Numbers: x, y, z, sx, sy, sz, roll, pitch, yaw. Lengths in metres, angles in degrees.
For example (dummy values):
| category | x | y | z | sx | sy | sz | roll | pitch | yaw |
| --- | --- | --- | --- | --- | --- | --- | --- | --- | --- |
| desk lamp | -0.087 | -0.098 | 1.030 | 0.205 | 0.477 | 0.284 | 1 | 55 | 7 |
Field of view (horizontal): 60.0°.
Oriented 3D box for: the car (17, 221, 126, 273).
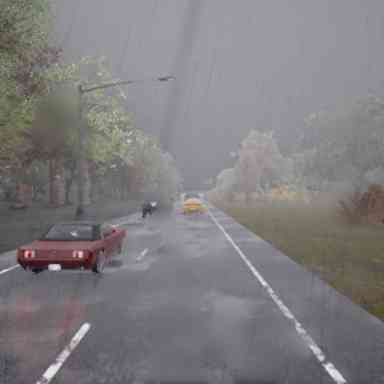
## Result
| category | x | y | z | sx | sy | sz | roll | pitch | yaw |
| --- | --- | --- | --- | --- | --- | --- | --- | --- | --- |
| car | -3.380 | 1.564 | 10.451 | 1.895 | 1.301 | 4.718 | 0 | 0 | 0 |

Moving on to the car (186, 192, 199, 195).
| category | x | y | z | sx | sy | sz | roll | pitch | yaw |
| --- | --- | --- | --- | --- | --- | --- | --- | --- | --- |
| car | 0.036 | 1.069 | 45.288 | 2.150 | 2.045 | 5.566 | 0 | 1 | 0 |

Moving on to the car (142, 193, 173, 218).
| category | x | y | z | sx | sy | sz | roll | pitch | yaw |
| --- | --- | --- | --- | --- | --- | --- | --- | --- | --- |
| car | -2.967 | 1.120 | 29.284 | 2.150 | 2.045 | 5.566 | 0 | 0 | 2 |

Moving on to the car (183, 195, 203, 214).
| category | x | y | z | sx | sy | sz | roll | pitch | yaw |
| --- | --- | --- | --- | --- | --- | --- | --- | --- | --- |
| car | 0.115 | 1.361 | 33.456 | 1.882 | 1.535 | 5.008 | 0 | 0 | 0 |
